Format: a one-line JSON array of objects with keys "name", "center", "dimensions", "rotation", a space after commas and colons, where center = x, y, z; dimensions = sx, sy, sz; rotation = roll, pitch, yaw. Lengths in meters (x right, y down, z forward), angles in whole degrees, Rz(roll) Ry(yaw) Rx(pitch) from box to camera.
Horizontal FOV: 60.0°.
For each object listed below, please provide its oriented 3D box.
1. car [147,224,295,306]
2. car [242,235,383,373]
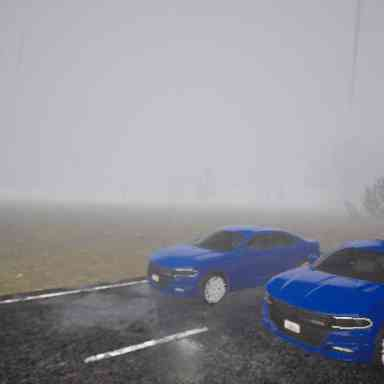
[{"name": "car", "center": [1.261, 1.626, 8.558], "dimensions": [5.008, 1.535, 1.882], "rotation": [2, 0, -35]}, {"name": "car", "center": [3.434, 1.667, 6.108], "dimensions": [5.008, 1.535, 1.882], "rotation": [2, 0, -36]}]
